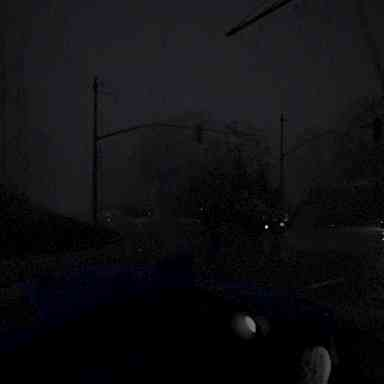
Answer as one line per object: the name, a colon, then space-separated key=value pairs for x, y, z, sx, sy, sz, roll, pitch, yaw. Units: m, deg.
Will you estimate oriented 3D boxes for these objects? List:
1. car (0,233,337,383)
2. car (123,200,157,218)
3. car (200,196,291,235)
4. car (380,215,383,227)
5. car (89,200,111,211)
car: x=-0.551 y=1.482 z=3.314 sx=5.008 sy=1.535 sz=1.882 roll=0 pitch=0 yaw=-35
car: x=-4.841 y=1.557 z=30.354 sx=1.837 sy=1.490 sz=4.892 roll=0 pitch=1 yaw=-30
car: x=2.773 y=1.270 z=18.706 sx=2.150 sy=2.045 sz=5.566 roll=0 pitch=0 yaw=-38
car: x=14.339 y=1.658 z=21.984 sx=4.181 sy=1.385 sz=1.994 roll=0 pitch=0 yaw=-32
car: x=-12.049 y=1.684 z=43.265 sx=2.033 sy=1.411 sz=5.357 roll=0 pitch=-1 yaw=-27
